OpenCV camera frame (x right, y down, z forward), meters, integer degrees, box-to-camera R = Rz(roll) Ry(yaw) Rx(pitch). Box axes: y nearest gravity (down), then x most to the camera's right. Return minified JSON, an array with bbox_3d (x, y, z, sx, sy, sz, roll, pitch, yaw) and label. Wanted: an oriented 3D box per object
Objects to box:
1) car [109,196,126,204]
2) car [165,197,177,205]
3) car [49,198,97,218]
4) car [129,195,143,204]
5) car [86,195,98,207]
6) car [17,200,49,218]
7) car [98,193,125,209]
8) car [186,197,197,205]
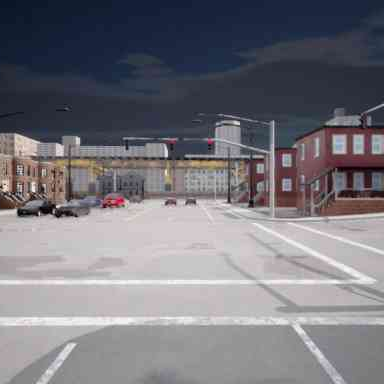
[{"bbox_3d":[-14.185,1.527,63.720,2.128,1.511,4.902,0,0,0],"label":"car"},{"bbox_3d":[-3.565,1.525,56.764,1.812,1.442,4.674,0,0,0],"label":"car"},{"bbox_3d":[-10.661,1.547,30.162,2.033,1.411,5.357,0,0,-1],"label":"car"},{"bbox_3d":[-10.685,1.417,63.760,2.097,1.767,4.553,0,0,0],"label":"car"},{"bbox_3d":[-14.228,1.351,47.103,2.097,1.767,4.553,0,0,0],"label":"car"},{"bbox_3d":[-14.188,1.478,30.635,1.882,1.535,5.008,0,0,0],"label":"car"},{"bbox_3d":[-10.730,1.219,45.730,2.150,2.045,5.566,0,0,0],"label":"car"},{"bbox_3d":[-0.170,1.525,58.582,1.812,1.442,4.674,0,0,0],"label":"car"}]
